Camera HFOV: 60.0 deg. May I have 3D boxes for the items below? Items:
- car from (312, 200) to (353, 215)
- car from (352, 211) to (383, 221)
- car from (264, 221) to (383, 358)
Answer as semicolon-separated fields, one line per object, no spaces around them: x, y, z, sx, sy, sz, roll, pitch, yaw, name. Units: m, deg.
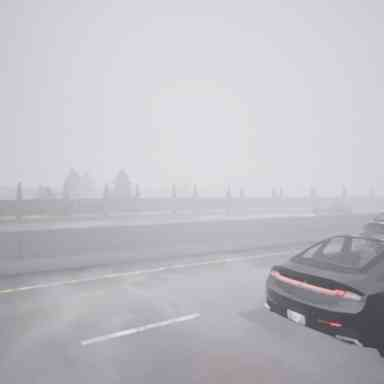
13.575;1.488;32.138;4.181;1.385;1.994;0;0;-30;car
8.699;1.473;12.932;4.892;1.490;1.837;0;0;-30;car
3.466;1.471;5.760;4.902;1.511;2.128;0;0;-32;car
